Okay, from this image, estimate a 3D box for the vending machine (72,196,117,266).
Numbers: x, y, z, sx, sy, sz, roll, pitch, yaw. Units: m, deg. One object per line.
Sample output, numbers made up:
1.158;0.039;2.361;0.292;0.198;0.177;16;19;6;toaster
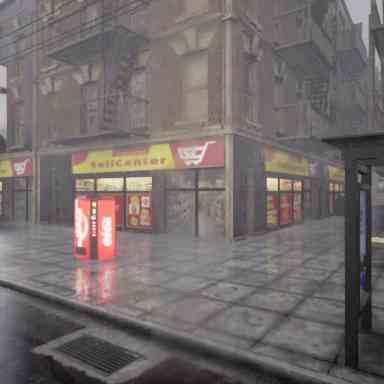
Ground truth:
-3.141;1.195;10.808;0.880;2.100;1.100;0;0;34;vending machine
